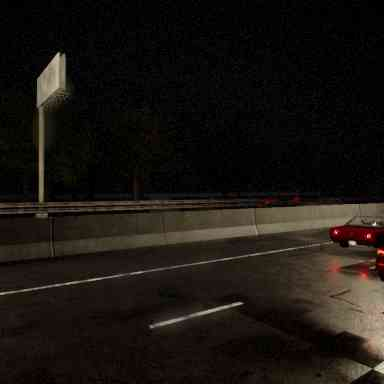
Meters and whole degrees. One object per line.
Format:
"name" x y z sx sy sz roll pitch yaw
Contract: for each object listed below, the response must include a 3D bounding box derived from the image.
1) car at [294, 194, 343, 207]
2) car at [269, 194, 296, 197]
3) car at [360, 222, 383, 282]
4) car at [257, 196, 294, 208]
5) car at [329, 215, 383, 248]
"car" 11.580 1.345 29.547 4.553 1.767 2.097 0 0 -36
"car" 9.695 1.211 36.819 5.566 2.045 2.150 0 0 -36
"car" 6.378 1.527 8.314 4.674 1.442 1.812 0 0 -35
"car" 8.634 1.472 31.737 5.008 1.535 1.882 0 0 -36
"car" 7.762 1.602 13.611 4.718 1.301 1.895 0 0 -35
